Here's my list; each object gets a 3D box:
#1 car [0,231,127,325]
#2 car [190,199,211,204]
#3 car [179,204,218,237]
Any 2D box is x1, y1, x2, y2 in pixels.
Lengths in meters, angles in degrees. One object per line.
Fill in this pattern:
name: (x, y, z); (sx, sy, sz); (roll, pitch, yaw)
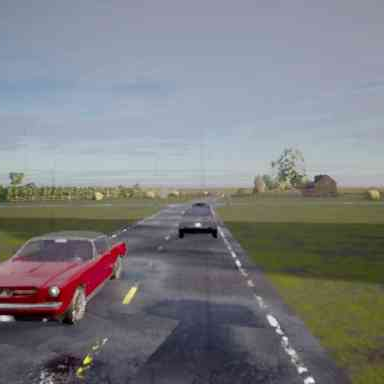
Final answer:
car: (-2.799, 1.590, 7.209); (1.895, 1.301, 4.718); (0, 0, 1)
car: (0.872, 1.453, 34.236); (1.837, 1.490, 4.892); (0, 0, 2)
car: (0.332, 1.538, 17.906); (1.994, 1.385, 4.181); (0, 0, 1)
